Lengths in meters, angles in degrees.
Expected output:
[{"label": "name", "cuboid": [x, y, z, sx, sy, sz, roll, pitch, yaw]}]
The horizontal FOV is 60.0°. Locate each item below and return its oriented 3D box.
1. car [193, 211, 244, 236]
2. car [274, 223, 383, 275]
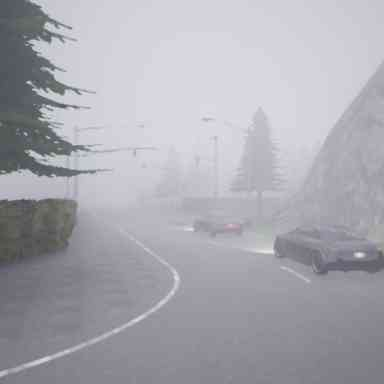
[{"label": "car", "cuboid": [1.525, 1.858, 20.467, 1.994, 1.385, 4.181, 0, -1, -18]}, {"label": "car", "cuboid": [4.333, 1.734, 11.162, 1.994, 1.385, 4.181, 0, -1, -9]}]
